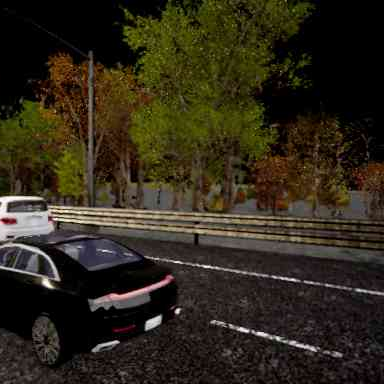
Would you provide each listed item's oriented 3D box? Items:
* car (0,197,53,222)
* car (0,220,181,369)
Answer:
[{"bbox_3d":[-8.138,1.217,14.083,5.566,2.045,2.150,0,0,35],"label":"car"},{"bbox_3d":[-2.470,1.490,5.751,4.902,1.511,2.128,0,0,35],"label":"car"}]
